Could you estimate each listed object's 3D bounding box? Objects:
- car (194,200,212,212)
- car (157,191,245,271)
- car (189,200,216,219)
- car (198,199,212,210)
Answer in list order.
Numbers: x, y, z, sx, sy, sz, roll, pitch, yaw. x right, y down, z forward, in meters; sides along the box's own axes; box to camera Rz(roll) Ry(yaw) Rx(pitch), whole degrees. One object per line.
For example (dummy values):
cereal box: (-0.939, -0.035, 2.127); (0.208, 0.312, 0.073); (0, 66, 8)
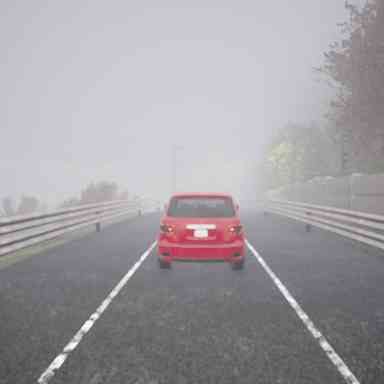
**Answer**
car: (1.318, 1.523, 37.298); (1.895, 1.301, 4.718); (0, -2, 3)
car: (0.285, 0.966, 10.119); (2.150, 2.045, 5.566); (0, 1, 2)
car: (0.814, 1.282, 26.040); (1.895, 1.301, 4.718); (0, -1, 2)
car: (1.850, 1.766, 45.712); (1.812, 1.442, 4.674); (0, -2, 5)
